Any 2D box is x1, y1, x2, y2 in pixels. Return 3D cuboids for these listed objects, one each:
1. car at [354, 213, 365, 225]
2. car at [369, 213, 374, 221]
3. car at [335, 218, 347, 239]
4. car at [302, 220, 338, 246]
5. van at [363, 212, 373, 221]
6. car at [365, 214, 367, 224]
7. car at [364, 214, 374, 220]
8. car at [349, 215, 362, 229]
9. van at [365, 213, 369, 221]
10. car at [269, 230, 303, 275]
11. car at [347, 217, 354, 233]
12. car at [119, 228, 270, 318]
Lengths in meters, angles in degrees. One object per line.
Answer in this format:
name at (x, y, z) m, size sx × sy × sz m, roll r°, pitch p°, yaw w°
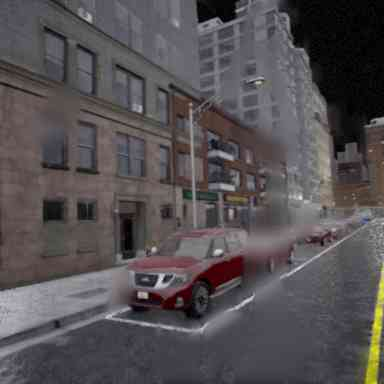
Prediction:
car at (22.789, 4.102, 46.907) m, size 1.967 × 1.590 × 4.097 m, roll -4°, pitch -5°, yaw 31°
car at (36.897, 5.522, 70.365) m, size 1.947 × 1.339 × 4.313 m, roll -5°, pitch -5°, yaw 31°
car at (11.508, 3.107, 28.130) m, size 1.967 × 1.590 × 4.097 m, roll -4°, pitch -5°, yaw 31°
car at (8.691, 2.967, 23.427) m, size 1.887 × 1.381 × 4.507 m, roll -4°, pitch -5°, yaw 31°
van at (39.711, 5.562, 75.075) m, size 1.690 × 1.788 × 3.998 m, roll -5°, pitch -5°, yaw 31°
car at (25.525, 4.433, 51.447) m, size 1.752 × 1.417 × 4.829 m, roll -4°, pitch -5°, yaw 31°
car at (42.540, 6.029, 79.753) m, size 1.887 × 1.381 × 4.507 m, roll -5°, pitch -5°, yaw 31°
car at (19.972, 3.954, 42.204) m, size 1.887 × 1.381 × 4.507 m, roll -4°, pitch -5°, yaw 31°
van at (28.427, 4.514, 56.301) m, size 1.690 × 1.788 × 3.998 m, roll -4°, pitch -5°, yaw 31°
car at (3.052, 2.485, 14.038) m, size 1.887 × 1.381 × 4.507 m, roll -4°, pitch -5°, yaw 31°
car at (14.332, 3.464, 32.816) m, size 2.008 × 1.369 × 4.403 m, roll -4°, pitch -5°, yaw 31°
car at (0.225, 2.019, 9.359) m, size 2.192 × 1.841 × 5.009 m, roll -4°, pitch -5°, yaw 31°
